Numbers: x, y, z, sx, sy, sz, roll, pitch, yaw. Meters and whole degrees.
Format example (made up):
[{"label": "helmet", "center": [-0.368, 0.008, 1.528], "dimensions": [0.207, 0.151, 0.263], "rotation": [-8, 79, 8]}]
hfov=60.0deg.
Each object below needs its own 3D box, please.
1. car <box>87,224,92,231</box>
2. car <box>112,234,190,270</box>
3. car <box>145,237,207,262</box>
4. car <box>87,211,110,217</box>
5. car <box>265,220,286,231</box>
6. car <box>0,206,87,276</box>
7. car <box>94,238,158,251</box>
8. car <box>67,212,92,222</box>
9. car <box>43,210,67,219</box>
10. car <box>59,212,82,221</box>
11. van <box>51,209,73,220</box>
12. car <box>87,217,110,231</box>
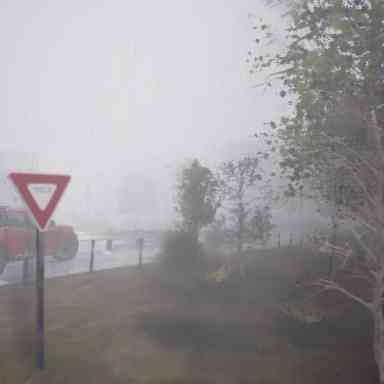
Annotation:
[{"label": "car", "center": [-14.753, 4.879, 38.922], "dimensions": [4.792, 1.488, 2.163], "rotation": [-1, -1, 17]}, {"label": "car", "center": [-3.159, 4.611, 26.162], "dimensions": [5.566, 2.045, 2.435], "rotation": [1, 0, 17]}, {"label": "car", "center": [-1.333, 4.890, 28.572], "dimensions": [4.792, 1.488, 2.163], "rotation": [1, 0, 17]}, {"label": "car", "center": [-17.390, 4.582, 61.388], "dimensions": [2.435, 2.045, 5.566], "rotation": [0, 1, 19]}, {"label": "car", "center": [11.183, 4.587, 45.913], "dimensions": [1.837, 1.490, 4.892], "rotation": [1, -3, -15]}, {"label": "car", "center": [-6.082, 1.471, 10.975], "dimensions": [2.150, 2.045, 5.566], "rotation": [1, -2, 15]}, {"label": "car", "center": [-5.044, 4.612, 23.751], "dimensions": [5.566, 2.045, 2.435], "rotation": [1, 1, 17]}, {"label": "car", "center": [-22.026, 4.826, 65.346], "dimensions": [1.946, 1.575, 5.366], "rotation": [-1, 1, 19]}, {"label": "car", "center": [-29.110, 4.828, 70.809], "dimensions": [2.097, 1.535, 5.008], "rotation": [0, 1, 19]}, {"label": "car", "center": [-24.436, 4.870, 67.043], "dimensions": [2.002, 1.452, 4.674], "rotation": [-1, 1, 19]}, {"label": "van", "center": [-26.810, 4.605, 68.810], "dimensions": [1.878, 1.987, 4.442], "rotation": [0, 1, 19]}, {"label": "car", "center": [-13.020, 4.597, 41.269], "dimensions": [5.566, 2.045, 2.435], "rotation": [-1, 0, 17]}]
